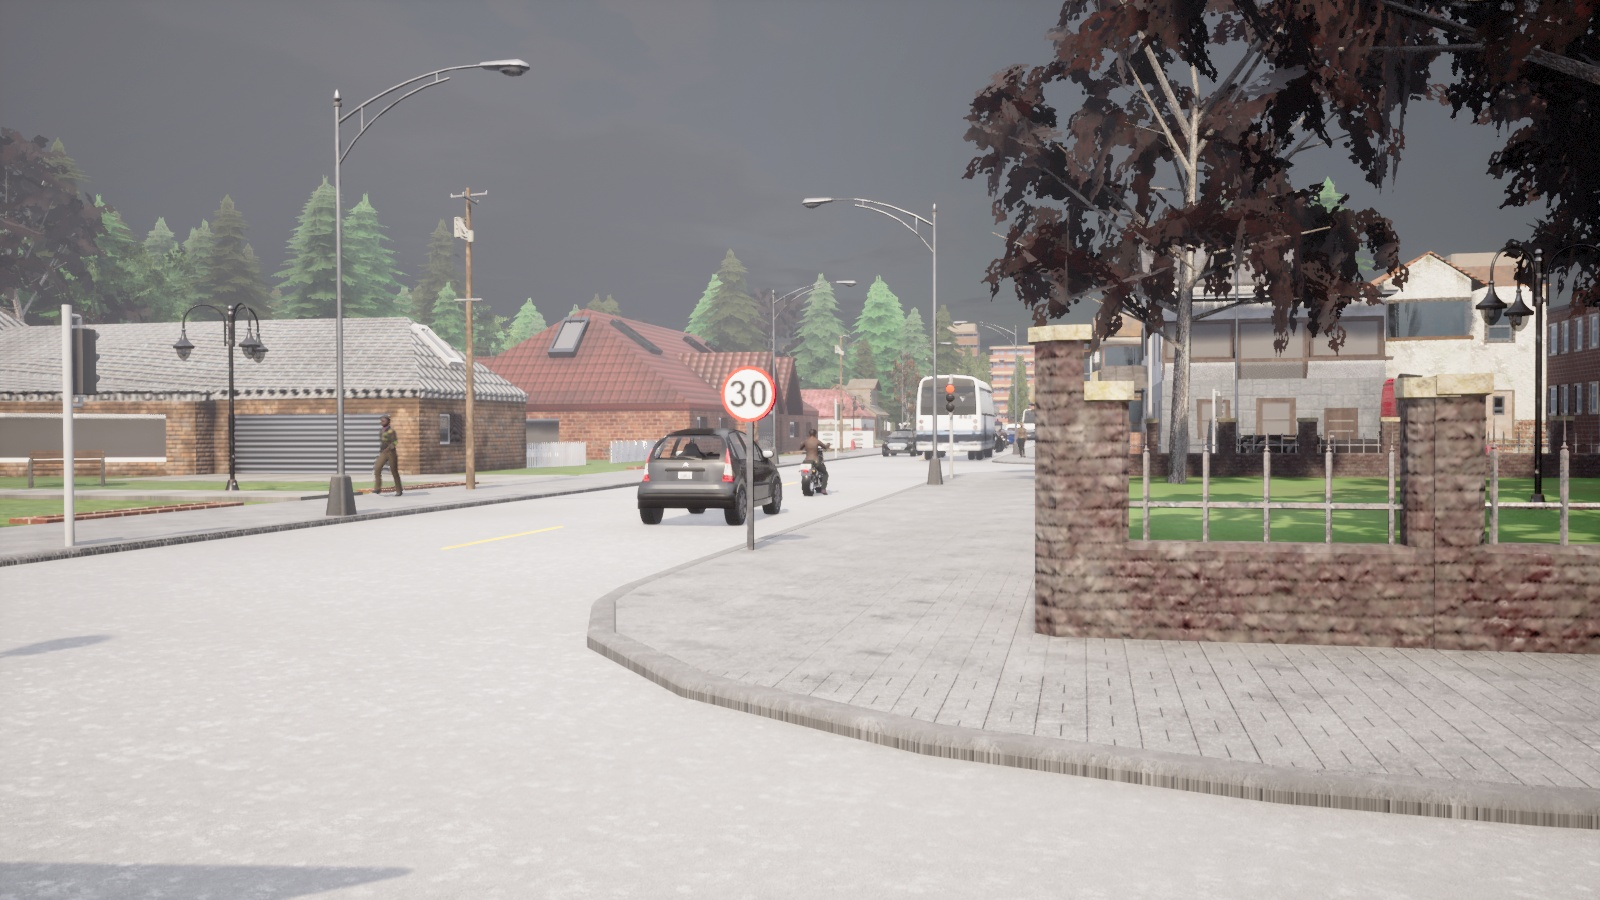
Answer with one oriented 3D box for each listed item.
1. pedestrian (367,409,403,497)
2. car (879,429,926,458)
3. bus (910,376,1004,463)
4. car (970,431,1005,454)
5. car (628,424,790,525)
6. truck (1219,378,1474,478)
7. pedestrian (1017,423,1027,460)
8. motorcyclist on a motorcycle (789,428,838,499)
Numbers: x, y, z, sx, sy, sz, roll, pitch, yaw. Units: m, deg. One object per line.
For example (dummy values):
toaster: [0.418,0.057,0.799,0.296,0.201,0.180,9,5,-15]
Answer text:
pedestrian: [-9.211,0.055,27.870,0.395,1.930,0.692,1,1,23]
car: [6.098,-0.406,74.007,2.033,1.649,4.856,0,1,13]
bus: [8.576,-1.597,67.389,3.944,4.253,10.273,0,1,13]
car: [12.842,-0.551,85.706,2.007,1.525,4.514,0,1,13]
car: [-1.500,0.362,22.292,1.851,1.617,3.988,0,1,12]
truck: [19.511,-0.808,45.311,7.936,3.462,2.891,0,1,9]
pedestrian: [11.301,-0.445,63.918,0.331,1.846,0.634,1,1,27]
motorcyclist on a motorcycle: [0.351,0.291,30.437,0.766,1.649,2.350,0,1,11]
